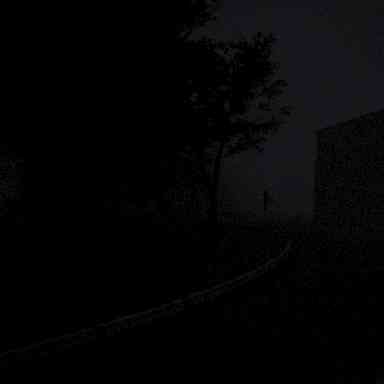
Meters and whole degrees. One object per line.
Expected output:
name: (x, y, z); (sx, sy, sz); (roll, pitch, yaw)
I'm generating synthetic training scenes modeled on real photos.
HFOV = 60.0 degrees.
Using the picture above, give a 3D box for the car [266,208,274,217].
car: (15.307, 4.687, 76.912); (5.566, 2.045, 2.435); (0, -3, 21)

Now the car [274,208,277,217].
car: (17.249, 4.949, 79.147); (4.553, 1.767, 2.185); (0, -3, 21)

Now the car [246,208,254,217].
car: (9.533, 4.220, 70.132); (5.566, 2.045, 2.435); (0, -3, 20)

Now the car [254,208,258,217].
car: (11.387, 4.508, 72.408); (4.553, 1.767, 2.185); (0, -3, 20)

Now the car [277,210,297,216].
car: (25.094, 5.520, 88.057); (5.008, 1.535, 2.097); (0, -2, 22)

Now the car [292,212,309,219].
car: (23.454, 5.004, 71.866); (1.837, 1.490, 4.892); (0, -3, 41)

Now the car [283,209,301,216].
car: (27.056, 5.484, 90.286); (4.553, 1.767, 2.185); (0, -2, 22)

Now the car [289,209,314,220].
car: (21.456, 4.683, 65.032); (1.837, 1.490, 4.892); (0, -3, 40)

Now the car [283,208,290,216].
car: (21.111, 5.066, 83.639); (5.566, 2.045, 2.435); (0, -2, 21)

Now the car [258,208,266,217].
car: (13.157, 4.786, 74.706); (5.366, 1.575, 1.946); (0, -3, 20)

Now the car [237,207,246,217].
car: (7.569, 4.055, 67.868); (5.566, 2.045, 2.435); (0, -3, 20)

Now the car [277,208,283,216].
car: (19.143, 5.231, 81.397); (4.792, 1.488, 2.163); (0, -2, 21)

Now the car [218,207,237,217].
car: (5.695, 4.143, 65.564); (4.892, 1.521, 2.231); (0, -3, 19)
